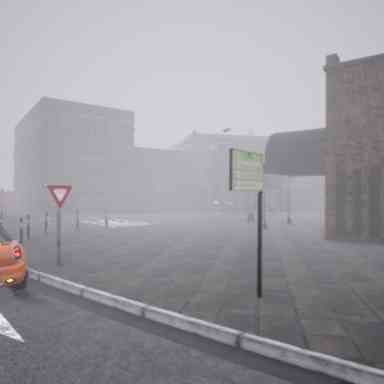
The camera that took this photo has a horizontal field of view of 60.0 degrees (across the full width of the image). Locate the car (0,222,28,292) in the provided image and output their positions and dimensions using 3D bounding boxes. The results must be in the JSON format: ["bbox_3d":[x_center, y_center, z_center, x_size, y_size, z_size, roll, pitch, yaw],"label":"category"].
[{"bbox_3d":[-5.867,1.415,8.234,4.553,1.767,2.097,-1,0,44],"label":"car"}]
